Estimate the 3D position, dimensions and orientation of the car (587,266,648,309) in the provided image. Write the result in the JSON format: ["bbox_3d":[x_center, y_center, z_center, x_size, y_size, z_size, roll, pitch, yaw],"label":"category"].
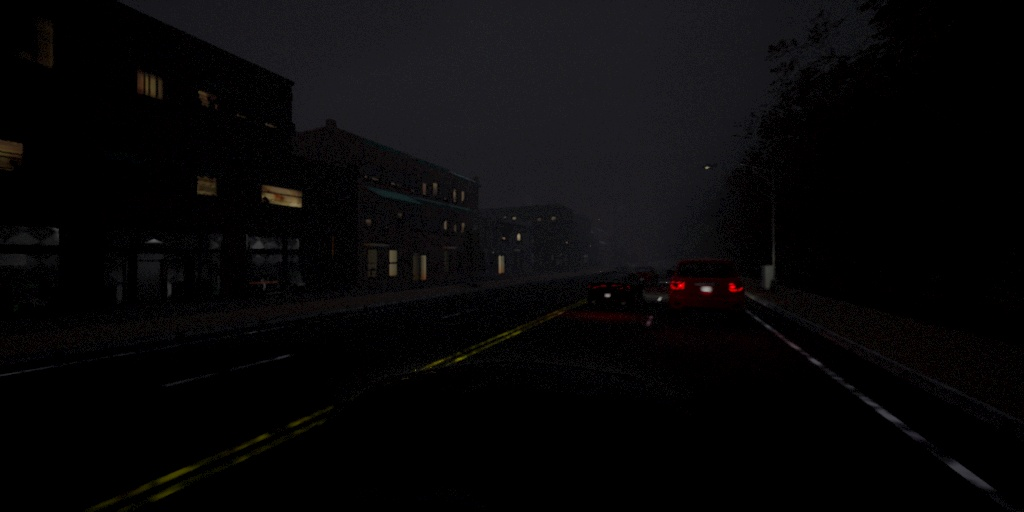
[{"bbox_3d":[4.744,1.384,16.086,1.882,1.535,5.008,0,0,25],"label":"car"}]

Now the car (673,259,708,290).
[{"bbox_3d":[13.257,1.243,26.813,2.150,2.045,5.566,0,0,25],"label":"car"}]

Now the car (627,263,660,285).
[{"bbox_3d":[10.878,1.575,29.379,1.812,1.442,4.674,0,0,25],"label":"car"}]

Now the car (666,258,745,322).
[{"bbox_3d":[6.968,1.097,13.197,2.150,2.045,5.566,0,0,25],"label":"car"}]
